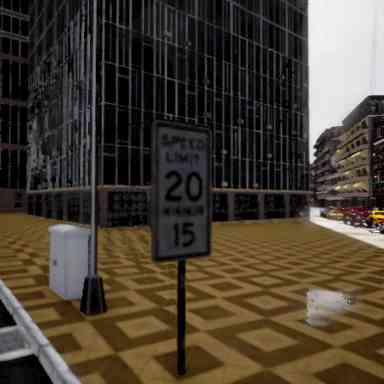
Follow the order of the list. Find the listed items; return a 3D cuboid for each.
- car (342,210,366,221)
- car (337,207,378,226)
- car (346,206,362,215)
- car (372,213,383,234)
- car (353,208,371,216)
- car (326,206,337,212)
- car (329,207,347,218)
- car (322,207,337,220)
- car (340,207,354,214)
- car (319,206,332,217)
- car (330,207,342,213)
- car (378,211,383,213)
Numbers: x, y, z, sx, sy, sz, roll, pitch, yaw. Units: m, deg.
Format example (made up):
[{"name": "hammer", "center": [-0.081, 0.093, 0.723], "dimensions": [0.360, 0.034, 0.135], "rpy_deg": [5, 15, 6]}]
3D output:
[{"name": "car", "center": [22.083, 3.137, 45.375], "dimensions": [1.994, 1.385, 4.181], "rpy_deg": [0, -2, 13]}, {"name": "car", "center": [17.345, 2.560, 35.075], "dimensions": [2.192, 1.841, 5.009], "rpy_deg": [-1, -2, 12]}, {"name": "car", "center": [32.002, 3.682, 65.894], "dimensions": [1.967, 1.590, 4.097], "rpy_deg": [-1, -2, 12]}, {"name": "car", "center": [15.030, 2.493, 24.244], "dimensions": [1.802, 1.307, 4.206], "rpy_deg": [-1, -2, 12]}, {"name": "car", "center": [30.844, 3.613, 60.479], "dimensions": [1.887, 1.381, 4.507], "rpy_deg": [-1, -2, 12]}, {"name": "car", "center": [36.636, 4.496, 87.533], "dimensions": [2.008, 1.369, 4.403], "rpy_deg": [-1, -2, 12]}, {"name": "car", "center": [24.241, 3.365, 55.385], "dimensions": [1.882, 1.535, 5.008], "rpy_deg": [0, -2, 12]}, {"name": "car", "center": [19.627, 3.101, 45.723], "dimensions": [1.752, 1.417, 4.829], "rpy_deg": [-1, -2, 12]}, {"name": "car", "center": [33.161, 3.961, 71.301], "dimensions": [1.887, 1.381, 4.507], "rpy_deg": [-1, -2, 12]}, {"name": "car", "center": [20.821, 3.315, 51.299], "dimensions": [1.947, 1.339, 4.313], "rpy_deg": [-1, -2, 12]}, {"name": "car", "center": [35.478, 4.350, 82.121], "dimensions": [1.802, 1.307, 4.206], "rpy_deg": [-1, -2, 12]}, {"name": "car", "center": [19.945, 2.741, 35.397], "dimensions": [1.882, 1.535, 5.008], "rpy_deg": [0, -2, 12]}]
